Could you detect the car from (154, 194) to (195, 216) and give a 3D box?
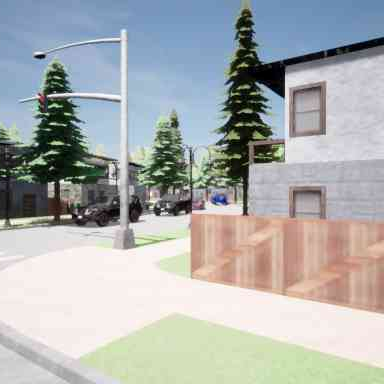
[{"bbox_3d":[-1.800,1.202,32.486,2.150,2.045,5.566,0,0,18],"label":"car"}]

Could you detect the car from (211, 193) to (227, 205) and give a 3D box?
[{"bbox_3d":[4.601,1.202,57.338,2.150,2.045,5.566,0,0,-5],"label":"car"}]

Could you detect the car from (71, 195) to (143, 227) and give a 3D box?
[{"bbox_3d":[-5.684,1.202,23.106,2.150,2.045,5.566,0,0,27],"label":"car"}]

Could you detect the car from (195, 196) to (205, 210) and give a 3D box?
[{"bbox_3d":[0.448,1.333,42.087,2.097,1.767,4.553,0,0,9],"label":"car"}]
